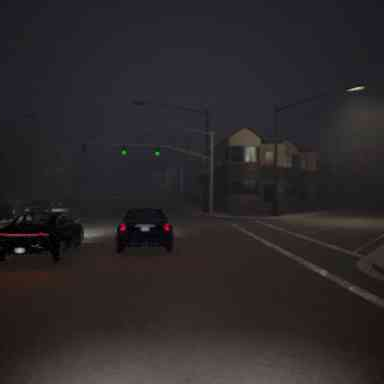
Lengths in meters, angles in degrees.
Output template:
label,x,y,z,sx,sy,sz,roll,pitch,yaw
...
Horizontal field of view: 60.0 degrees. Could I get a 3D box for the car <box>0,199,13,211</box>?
label,x,y,z,sx,sy,sz,roll,pitch,yaw
car,-13.642,1.217,21.994,2.097,1.767,4.553,1,0,-7

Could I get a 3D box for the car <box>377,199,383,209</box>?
label,x,y,z,sx,sy,sz,roll,pitch,yaw
car,30.262,1.933,51.989,1.812,1.442,4.674,0,0,38

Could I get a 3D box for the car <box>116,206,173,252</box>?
label,x,y,z,sx,sy,sz,roll,pitch,yaw
car,-1.936,1.346,14.054,2.097,1.767,4.553,1,0,-7

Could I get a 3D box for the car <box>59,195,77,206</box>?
label,x,y,z,sx,sy,sz,roll,pitch,yaw
car,-15.955,1.100,42.047,2.128,1.511,4.902,1,1,-6

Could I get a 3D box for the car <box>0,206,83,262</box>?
label,x,y,z,sx,sy,sz,roll,pitch,yaw
car,-5.209,1.454,11.922,2.128,1.511,4.902,1,0,-7

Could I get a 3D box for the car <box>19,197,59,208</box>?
label,x,y,z,sx,sy,sz,roll,pitch,yaw
car,-14.783,1.293,31.708,2.128,1.511,4.902,1,1,-6
